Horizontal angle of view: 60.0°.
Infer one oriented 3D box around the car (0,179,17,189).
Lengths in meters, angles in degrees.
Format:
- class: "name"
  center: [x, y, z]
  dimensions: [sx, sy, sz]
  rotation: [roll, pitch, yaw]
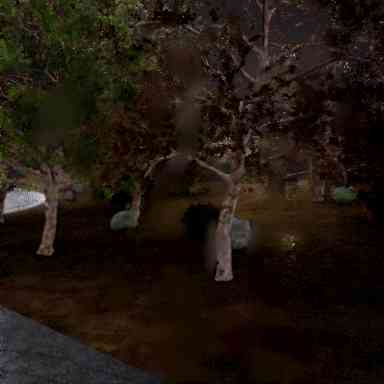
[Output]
- class: "car"
  center: [-24.699, -1.134, 42.866]
  dimensions: [4.718, 1.301, 1.895]
  rotation: [6, 3, 34]
